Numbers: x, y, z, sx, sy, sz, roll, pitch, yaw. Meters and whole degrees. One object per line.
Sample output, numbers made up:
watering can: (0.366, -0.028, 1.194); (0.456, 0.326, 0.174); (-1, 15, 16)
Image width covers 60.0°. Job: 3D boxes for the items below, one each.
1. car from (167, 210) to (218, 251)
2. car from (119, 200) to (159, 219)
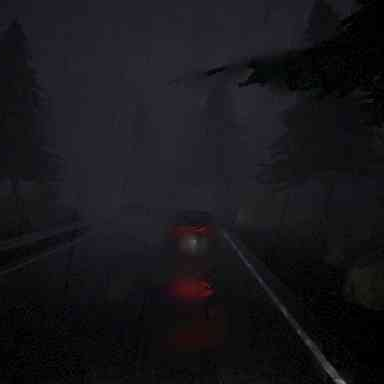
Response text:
car: (0.032, 1.513, 13.981); (1.837, 1.490, 4.892); (0, 0, -1)
car: (-4.865, 1.493, 29.854); (1.882, 1.535, 5.008); (1, 0, -37)
